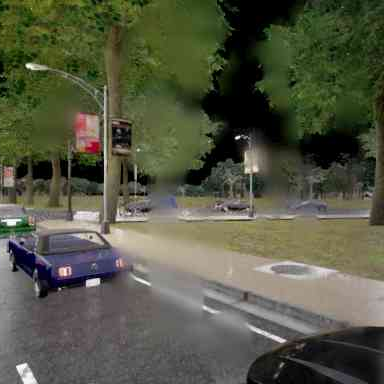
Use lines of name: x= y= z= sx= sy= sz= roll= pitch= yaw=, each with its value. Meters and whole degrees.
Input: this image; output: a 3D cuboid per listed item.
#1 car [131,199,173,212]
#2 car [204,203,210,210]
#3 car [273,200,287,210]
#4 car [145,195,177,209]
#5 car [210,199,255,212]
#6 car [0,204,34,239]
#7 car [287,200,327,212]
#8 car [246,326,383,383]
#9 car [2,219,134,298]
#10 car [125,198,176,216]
car: x=-4.971 y=1.622 z=41.405 sx=4.902 sy=1.511 sz=2.128 roll=0 pitch=0 yaw=-14
car: x=3.867 y=1.707 z=43.696 sx=4.674 sy=1.442 sz=1.812 roll=0 pitch=0 yaw=-15
car: x=13.443 y=1.805 z=46.178 sx=4.181 sy=1.385 sz=1.994 roll=0 pitch=0 yaw=-15
car: x=-4.446 y=1.351 z=38.186 sx=5.566 sy=2.045 sz=2.150 roll=0 pitch=0 yaw=-15
car: x=5.235 y=1.677 z=40.696 sx=4.902 sy=1.511 sz=2.128 roll=0 pitch=0 yaw=-14
car: x=-8.941 y=1.351 z=15.787 sx=2.097 sy=1.767 sz=4.553 roll=0 pitch=0 yaw=-38
car: x=15.229 y=1.774 z=43.283 sx=4.674 sy=1.442 sz=1.812 roll=0 pitch=0 yaw=-14
car: x=2.368 y=1.478 z=1.232 sx=1.882 sy=1.535 sz=5.008 roll=0 pitch=0 yaw=-38
car: x=-3.428 y=1.601 z=8.687 sx=1.895 sy=1.301 sz=4.718 roll=0 pitch=0 yaw=-38
car: x=-4.518 y=1.616 z=34.602 sx=4.902 sy=1.511 sz=2.128 roll=0 pitch=0 yaw=-15
